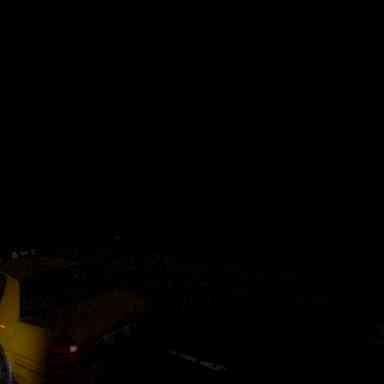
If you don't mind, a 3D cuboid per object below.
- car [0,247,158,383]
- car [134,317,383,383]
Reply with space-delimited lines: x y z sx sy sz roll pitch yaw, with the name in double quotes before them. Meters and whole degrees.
"car" -2.661 1.522 4.986 4.829 1.417 1.752 0 1 35
"car" 2.026 1.551 1.646 4.403 1.369 2.008 0 1 35
